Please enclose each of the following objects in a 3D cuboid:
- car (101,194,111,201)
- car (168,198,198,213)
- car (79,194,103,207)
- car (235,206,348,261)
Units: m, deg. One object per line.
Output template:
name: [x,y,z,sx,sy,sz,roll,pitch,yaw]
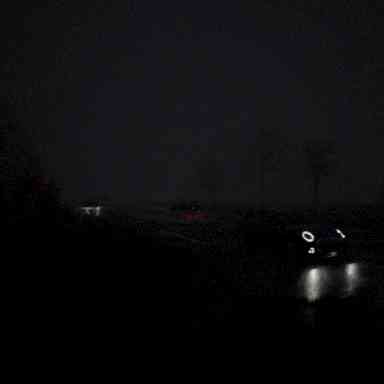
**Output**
car: [-18.967,1.120,71.928,2.097,1.767,4.553,0,0,-27]
car: [-1.043,1.469,37.338,2.128,1.511,4.902,0,0,-27]
car: [-14.948,1.417,48.918,1.837,1.490,4.892,0,0,-27]
car: [3.674,1.459,13.015,2.097,1.767,4.553,0,0,-27]
